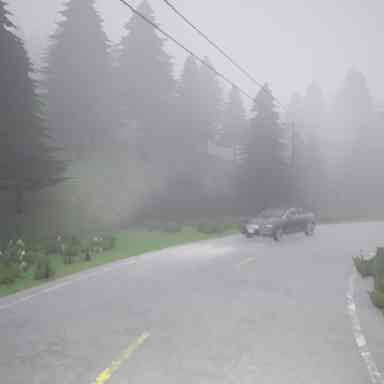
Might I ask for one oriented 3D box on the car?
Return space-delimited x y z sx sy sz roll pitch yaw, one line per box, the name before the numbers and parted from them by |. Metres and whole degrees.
car | 4.483 1.513 16.840 4.902 1.511 2.128 0 0 -43
